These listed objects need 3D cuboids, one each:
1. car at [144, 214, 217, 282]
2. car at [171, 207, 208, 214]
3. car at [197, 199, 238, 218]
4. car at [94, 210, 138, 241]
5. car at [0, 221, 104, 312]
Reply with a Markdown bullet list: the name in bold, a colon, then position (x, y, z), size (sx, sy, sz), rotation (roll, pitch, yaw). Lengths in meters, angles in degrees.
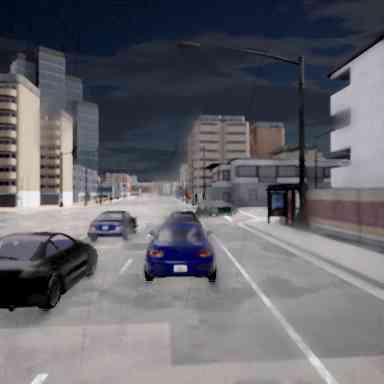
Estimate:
- **car**: position (-0.328, 1.592, 9.862), size (1.812, 1.442, 4.674), rotation (0, 0, -2)
- **car**: position (-0.489, 1.678, 17.007), size (1.994, 1.385, 4.181), rotation (0, 0, -3)
- **car**: position (2.586, 1.567, 33.496), size (4.553, 1.767, 2.097), rotation (-1, -1, -43)
- **car**: position (-4.011, 1.671, 17.472), size (2.033, 1.411, 5.357), rotation (0, 0, -3)
- **car**: position (-3.664, 1.623, 7.924), size (1.994, 1.385, 4.181), rotation (0, 0, -2)
